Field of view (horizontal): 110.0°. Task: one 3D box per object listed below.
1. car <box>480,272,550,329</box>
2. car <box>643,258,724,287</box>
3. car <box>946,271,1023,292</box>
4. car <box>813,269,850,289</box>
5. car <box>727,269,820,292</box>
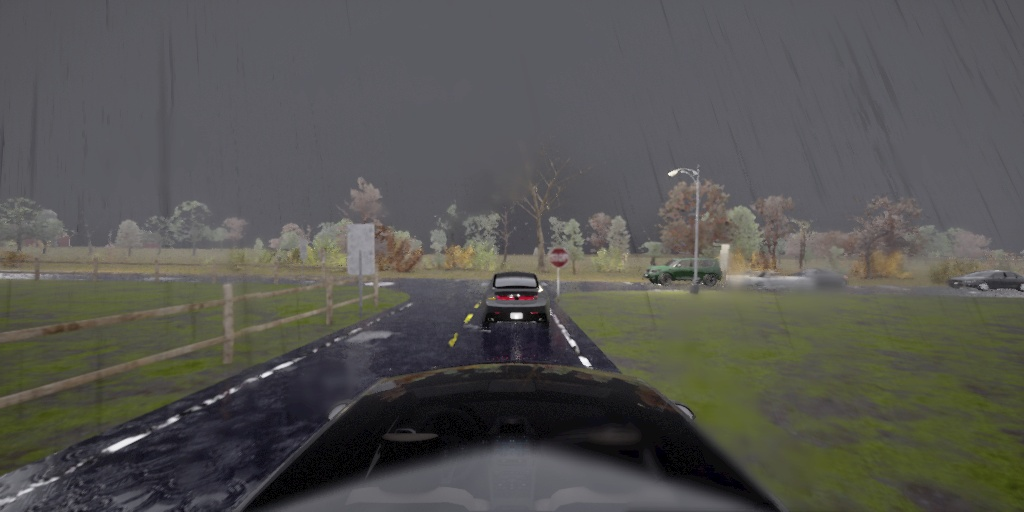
[{"bbox_3d":[0.072,1.233,11.217,1.837,1.490,4.892,0,0,-1],"label":"car"},{"bbox_3d":[12.851,1.154,26.964,5.566,2.045,2.150,1,1,-1],"label":"car"},{"bbox_3d":[35.805,1.843,26.935,4.892,1.490,1.837,1,1,0],"label":"car"},{"bbox_3d":[22.714,1.671,26.987,4.181,1.385,1.994,1,1,-1],"label":"car"},{"bbox_3d":[17.379,1.664,24.123,4.718,1.301,1.895,1,1,1],"label":"car"}]
